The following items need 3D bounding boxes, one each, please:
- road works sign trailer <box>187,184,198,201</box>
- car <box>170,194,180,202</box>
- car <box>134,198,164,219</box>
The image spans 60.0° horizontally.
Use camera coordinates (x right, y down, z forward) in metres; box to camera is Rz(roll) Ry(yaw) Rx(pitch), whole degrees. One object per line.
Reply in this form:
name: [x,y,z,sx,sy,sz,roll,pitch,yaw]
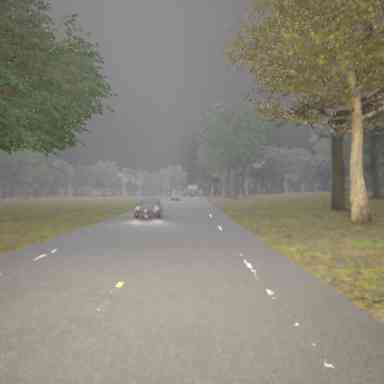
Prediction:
road works sign trailer: [0.081,0.094,73.946,2.380,3.560,2.880,3,-2,0]
car: [-3.497,1.235,69.920,1.882,1.535,5.008,0,0,0]
car: [-3.595,1.323,28.476,2.097,1.767,4.553,0,0,0]
